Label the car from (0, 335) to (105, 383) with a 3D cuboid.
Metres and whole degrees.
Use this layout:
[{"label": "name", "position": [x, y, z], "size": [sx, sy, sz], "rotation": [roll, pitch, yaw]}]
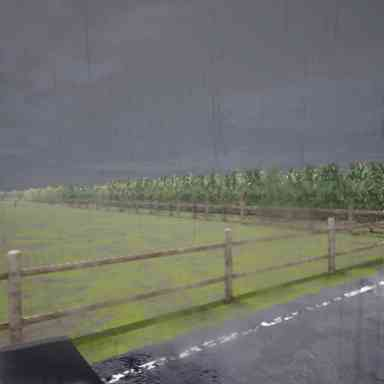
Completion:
[{"label": "car", "position": [-2.586, 1.620, 1.228], "size": [4.718, 1.301, 1.895], "rotation": [-1, 1, -36]}]
